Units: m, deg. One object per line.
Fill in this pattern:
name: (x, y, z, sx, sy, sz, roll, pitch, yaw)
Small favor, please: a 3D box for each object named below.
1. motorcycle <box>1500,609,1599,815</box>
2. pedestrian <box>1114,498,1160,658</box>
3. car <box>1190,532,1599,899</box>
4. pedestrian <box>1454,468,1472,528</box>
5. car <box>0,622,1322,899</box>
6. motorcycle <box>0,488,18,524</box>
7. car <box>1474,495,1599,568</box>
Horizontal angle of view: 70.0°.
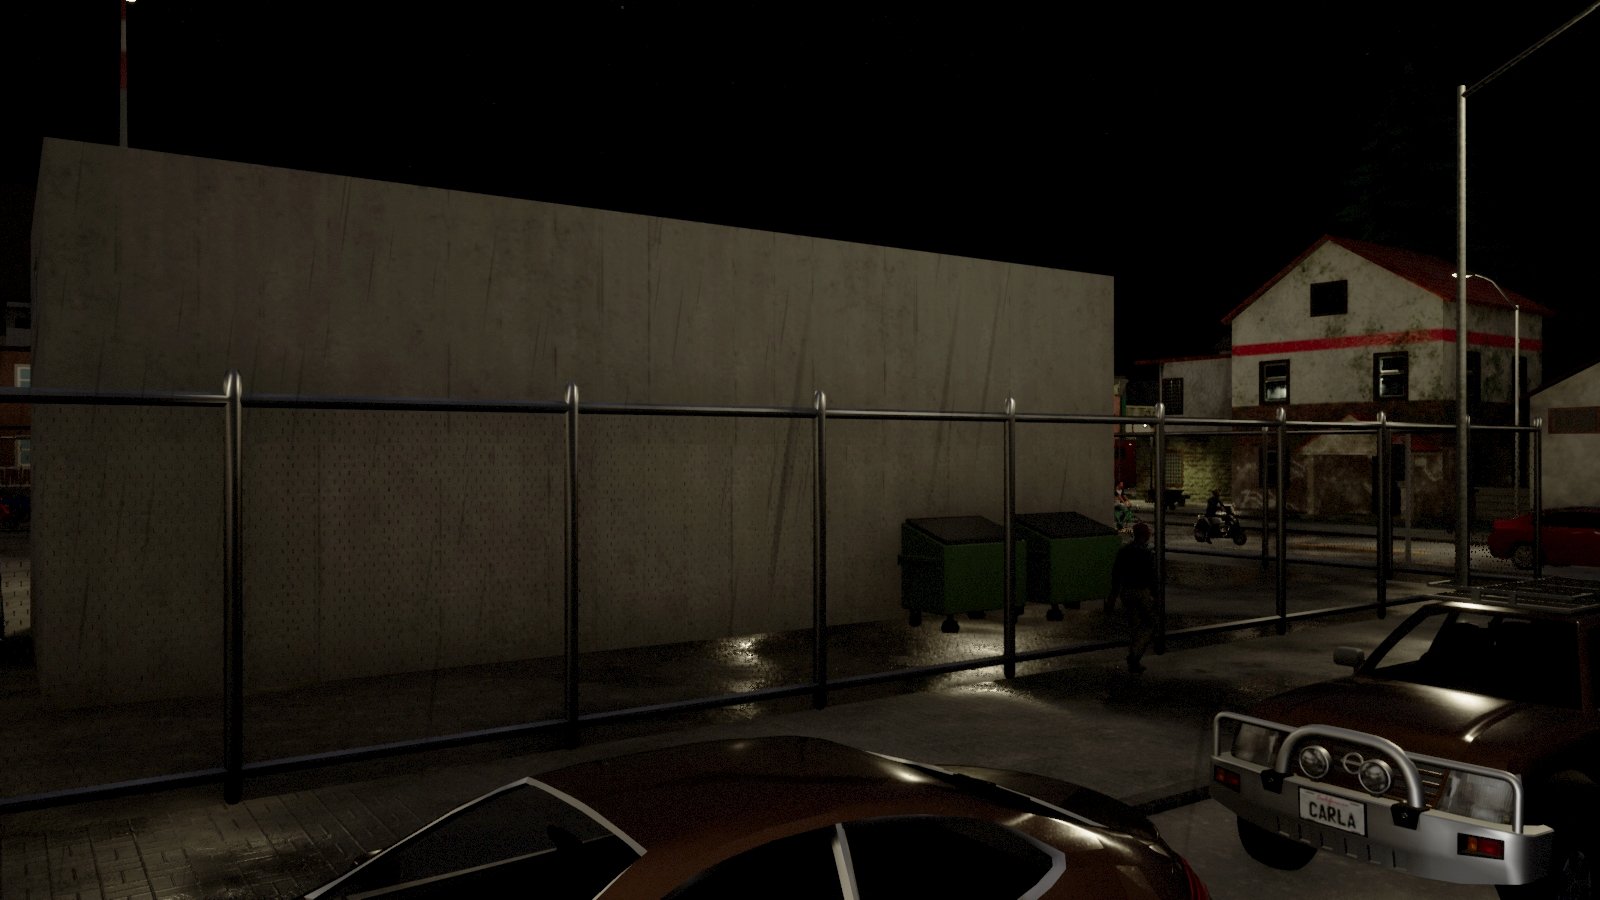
motorcycle: (6.256, 1.958, 8.768, 1.805, 1.236, 0.856, 0, 0, -35)
pedestrian: (4.040, 1.513, 13.697, 0.375, 1.860, 0.375, 0, 0, -35)
car: (4.948, 1.640, 7.839, 4.605, 1.855, 1.932, 0, 0, -35)
pedestrian: (20.877, 1.510, 35.969, 0.375, 1.860, 0.375, 0, 0, -35)
car: (-0.619, 1.771, 3.955, 5.027, 1.651, 2.152, 0, 0, -35)
motorcycle: (-28.399, 1.962, 39.881, 1.805, 1.236, 0.856, 0, 0, -35)
car: (18.227, 1.831, 25.595, 2.231, 1.480, 4.892, 0, 0, -35)
